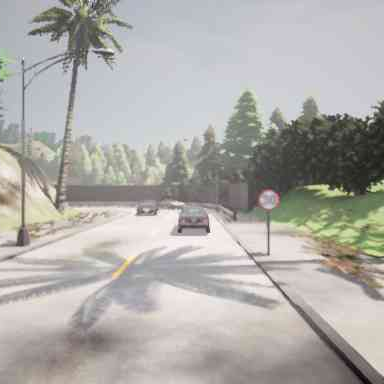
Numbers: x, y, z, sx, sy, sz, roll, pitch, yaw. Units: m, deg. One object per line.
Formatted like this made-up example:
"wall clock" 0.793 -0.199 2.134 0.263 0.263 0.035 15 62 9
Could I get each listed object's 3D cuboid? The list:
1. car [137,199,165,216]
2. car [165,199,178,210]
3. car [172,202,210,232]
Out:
"car" -4.068 1.459 31.724 2.128 1.511 4.902 0 0 -2
"car" -3.211 1.560 42.381 1.895 1.301 4.718 0 0 -42
"car" 0.098 1.527 19.702 2.033 1.411 5.357 0 0 0
